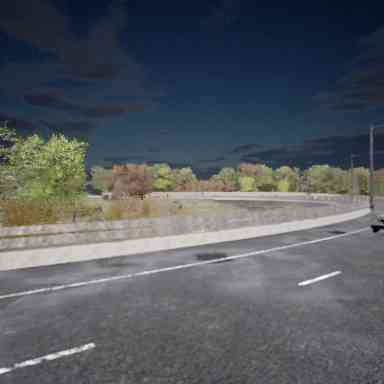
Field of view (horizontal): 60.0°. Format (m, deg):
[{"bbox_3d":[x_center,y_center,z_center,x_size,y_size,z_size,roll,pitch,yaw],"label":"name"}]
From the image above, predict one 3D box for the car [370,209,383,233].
[{"bbox_3d":[12.000,1.599,19.398,2.033,1.411,5.357,0,0,43],"label":"car"}]
